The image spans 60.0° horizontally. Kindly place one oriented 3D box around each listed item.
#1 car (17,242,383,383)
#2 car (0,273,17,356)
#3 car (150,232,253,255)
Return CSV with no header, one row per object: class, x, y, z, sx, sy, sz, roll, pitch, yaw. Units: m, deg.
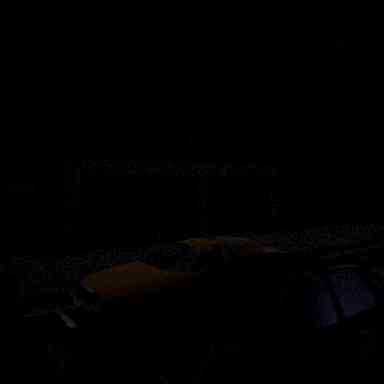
car,1.020,1.546,4.109,5.357,1.411,2.033,0,0,-36
car,-4.239,1.566,3.635,4.313,1.339,1.947,0,-1,-36
car,0.102,1.524,6.738,4.829,1.417,1.752,0,-1,-36
